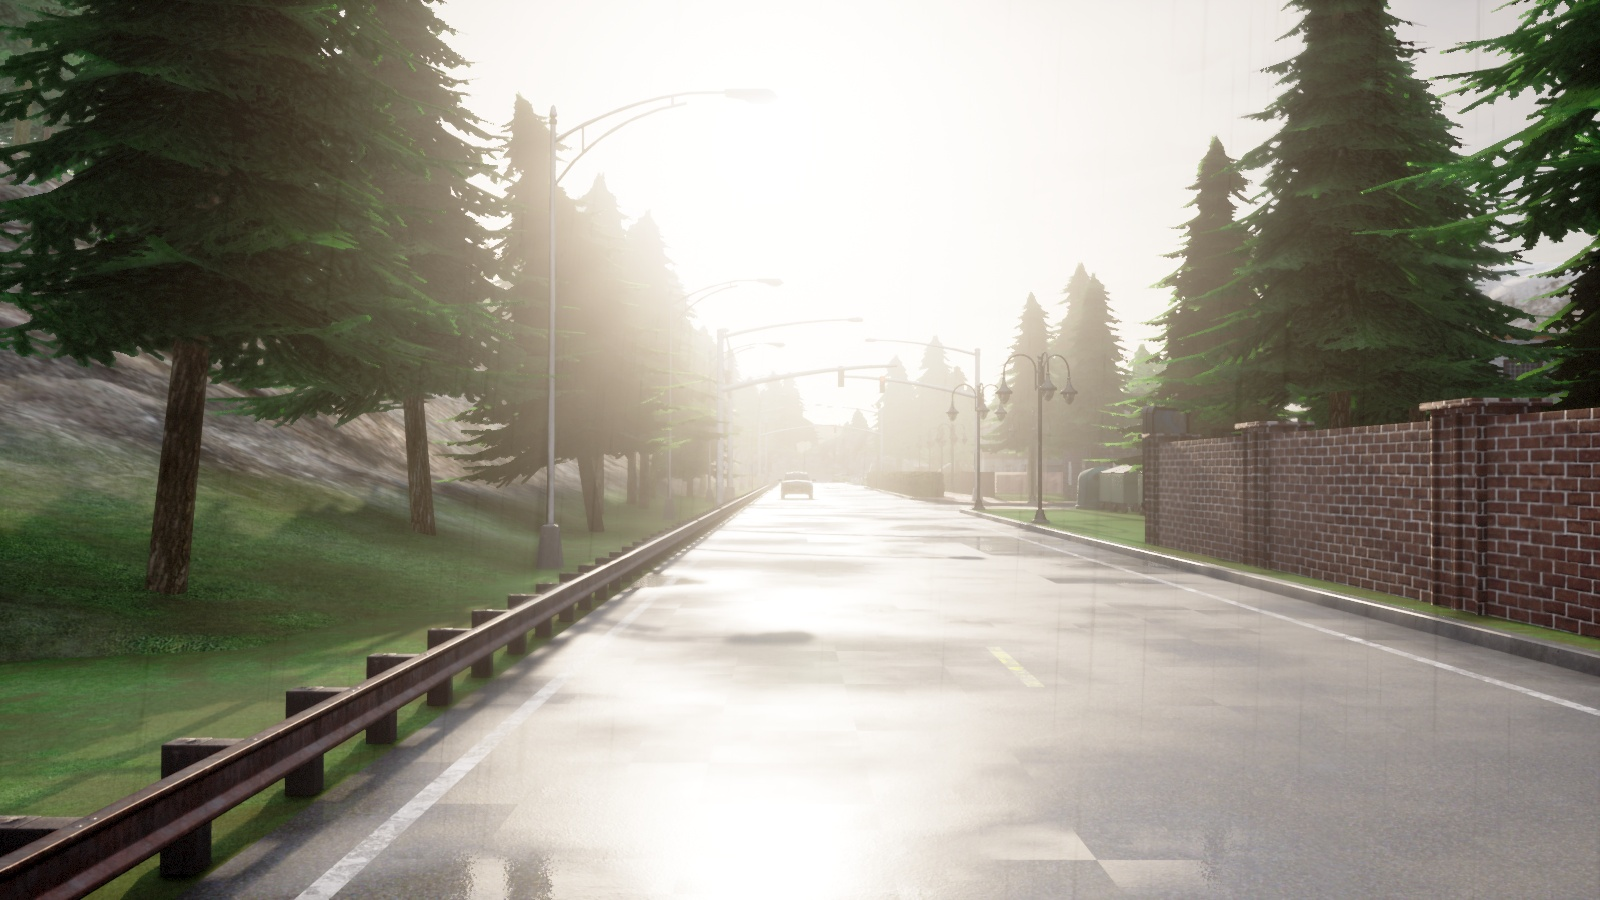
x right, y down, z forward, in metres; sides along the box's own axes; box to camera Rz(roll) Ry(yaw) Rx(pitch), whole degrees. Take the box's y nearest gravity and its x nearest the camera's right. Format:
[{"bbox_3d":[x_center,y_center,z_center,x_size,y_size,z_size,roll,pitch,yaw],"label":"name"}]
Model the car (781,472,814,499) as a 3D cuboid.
[{"bbox_3d":[-0.162,2.029,72.178,1.837,1.490,4.892,0,-1,0],"label":"car"}]
